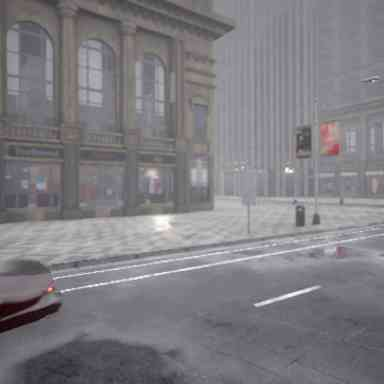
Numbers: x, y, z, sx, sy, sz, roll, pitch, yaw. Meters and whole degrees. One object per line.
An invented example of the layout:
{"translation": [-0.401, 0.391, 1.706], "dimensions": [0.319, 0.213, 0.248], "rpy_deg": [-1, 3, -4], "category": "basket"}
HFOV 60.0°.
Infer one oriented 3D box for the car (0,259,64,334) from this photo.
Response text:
{"translation": [-4.616, 1.562, 4.386], "dimensions": [5.357, 1.411, 2.033], "rpy_deg": [-1, 0, -35], "category": "car"}
